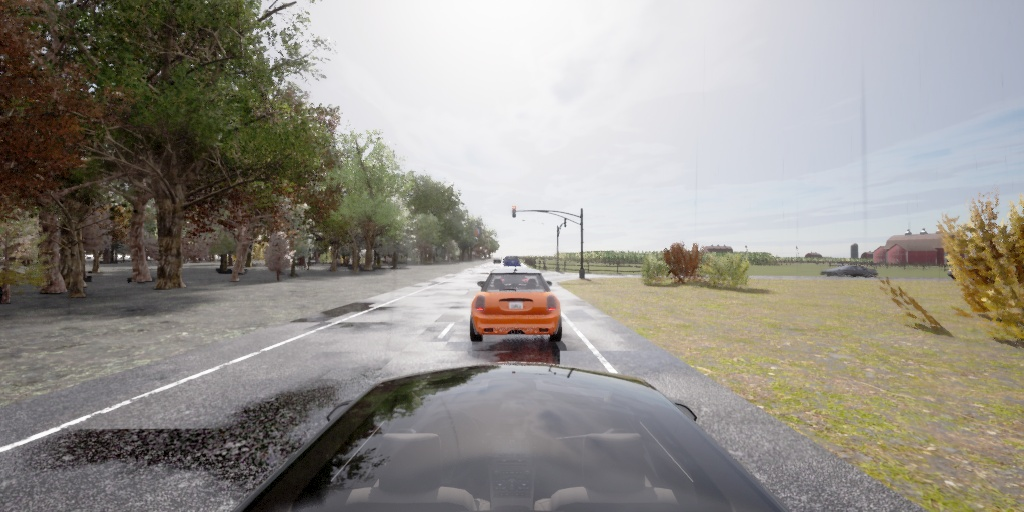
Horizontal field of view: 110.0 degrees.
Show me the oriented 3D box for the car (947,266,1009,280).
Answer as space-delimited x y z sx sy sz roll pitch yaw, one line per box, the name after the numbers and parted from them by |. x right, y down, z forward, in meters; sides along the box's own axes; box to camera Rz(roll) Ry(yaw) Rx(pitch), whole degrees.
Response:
48.898 1.772 37.610 4.902 1.511 2.128 1 -1 1 | car

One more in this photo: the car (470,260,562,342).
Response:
0.083 1.104 9.954 2.097 1.767 4.553 0 0 0 | car

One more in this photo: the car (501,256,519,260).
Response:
-0.054 0.978 53.701 2.150 2.045 5.566 -1 0 -4 | car

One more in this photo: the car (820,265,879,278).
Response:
38.778 1.778 41.255 5.357 1.411 2.033 1 -1 0 | car

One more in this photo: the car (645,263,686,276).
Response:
17.908 1.494 41.326 4.902 1.511 2.128 1 -1 1 | car
